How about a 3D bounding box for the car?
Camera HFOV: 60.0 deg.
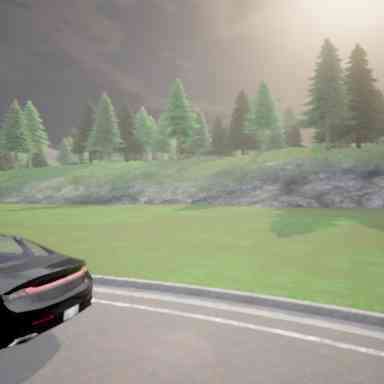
[{"bbox_3d":[-3.941,1.407,5.204,4.902,1.511,2.128,0,1,17],"label":"car"}]
